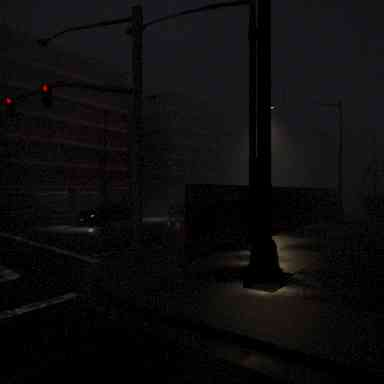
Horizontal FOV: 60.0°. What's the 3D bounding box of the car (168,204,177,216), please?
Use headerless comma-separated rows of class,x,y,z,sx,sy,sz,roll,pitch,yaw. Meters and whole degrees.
car,-0.312,1.492,31.484,2.128,1.511,4.902,0,0,35

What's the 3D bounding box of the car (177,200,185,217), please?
car,1.147,1.526,27.141,1.812,1.442,4.674,0,0,35

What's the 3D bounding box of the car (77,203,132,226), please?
car,-5.859,1.526,23.551,1.812,1.442,4.674,0,0,35
